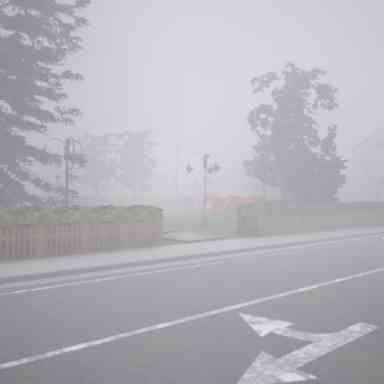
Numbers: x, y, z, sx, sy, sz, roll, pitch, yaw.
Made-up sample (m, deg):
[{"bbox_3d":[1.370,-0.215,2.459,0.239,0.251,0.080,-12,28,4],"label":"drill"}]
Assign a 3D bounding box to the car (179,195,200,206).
[{"bbox_3d":[-0.695,1.624,65.874,2.150,2.045,5.566,1,-1,-35],"label":"car"}]
